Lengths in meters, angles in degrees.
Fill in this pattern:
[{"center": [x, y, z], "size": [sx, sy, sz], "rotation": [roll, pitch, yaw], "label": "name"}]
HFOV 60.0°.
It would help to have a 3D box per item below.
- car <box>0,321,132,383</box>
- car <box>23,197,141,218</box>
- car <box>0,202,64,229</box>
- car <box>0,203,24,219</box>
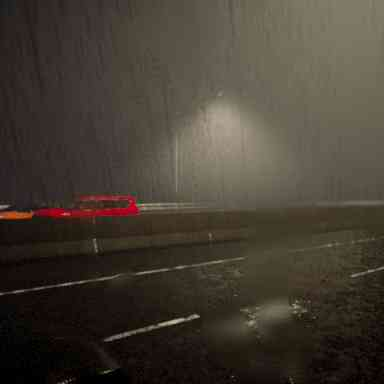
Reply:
[{"center": [-2.693, 1.493, 1.824], "size": [4.892, 1.490, 1.837], "rotation": [1, -1, -36], "label": "car"}, {"center": [-5.353, 1.256, 17.264], "size": [5.566, 2.045, 2.150], "rotation": [1, 0, -35], "label": "car"}, {"center": [-11.210, 1.491, 21.718], "size": [5.008, 1.535, 1.882], "rotation": [1, 0, -35], "label": "car"}, {"center": [-8.952, 1.369, 19.028], "size": [4.553, 1.767, 2.097], "rotation": [0, 0, -35], "label": "car"}]
